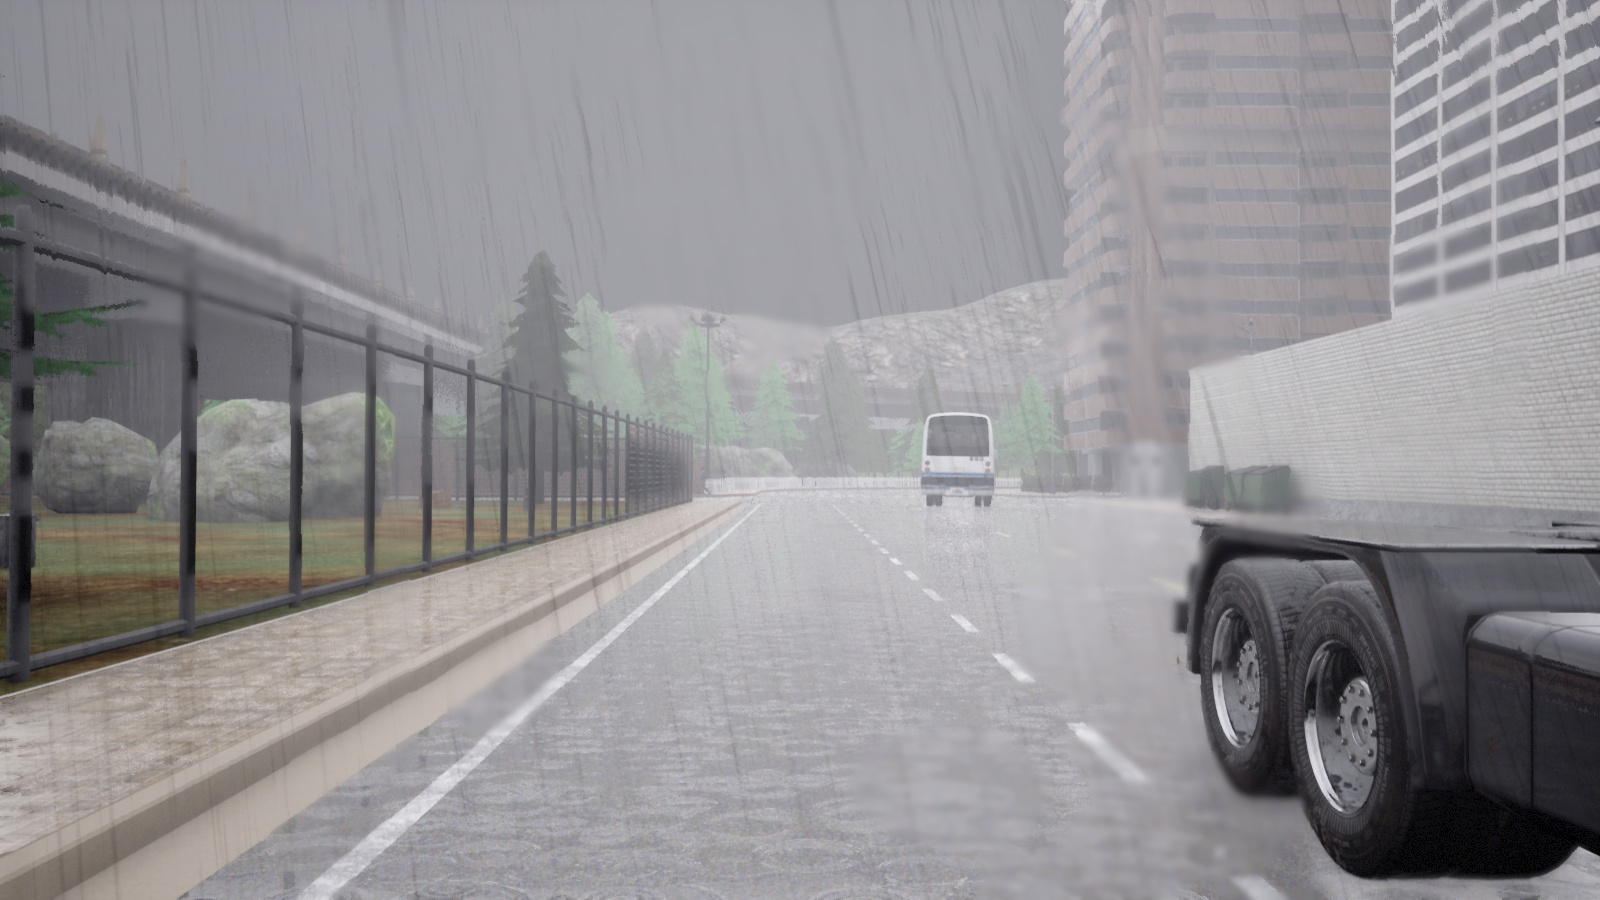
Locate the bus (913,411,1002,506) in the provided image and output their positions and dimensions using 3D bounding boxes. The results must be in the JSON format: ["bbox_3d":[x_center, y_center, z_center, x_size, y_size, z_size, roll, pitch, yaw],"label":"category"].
[{"bbox_3d":[7.828,0.514,61.433,3.944,4.253,10.273,0,-2,9],"label":"bus"}]

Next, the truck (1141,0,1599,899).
[{"bbox_3d":[3.487,-0.119,3.467,2.891,3.462,7.936,0,-1,0],"label":"truck"}]
